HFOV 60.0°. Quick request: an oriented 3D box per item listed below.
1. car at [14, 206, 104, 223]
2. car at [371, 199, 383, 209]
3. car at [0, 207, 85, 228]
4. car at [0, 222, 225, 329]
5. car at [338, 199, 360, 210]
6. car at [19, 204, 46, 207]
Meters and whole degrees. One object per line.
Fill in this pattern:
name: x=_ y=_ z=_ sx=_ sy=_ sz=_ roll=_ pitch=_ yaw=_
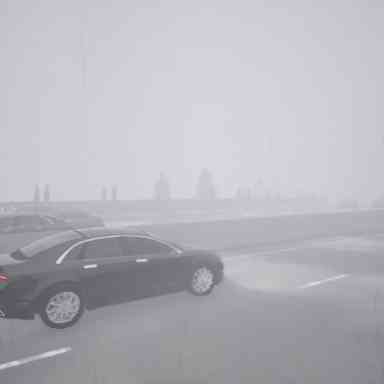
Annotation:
car: x=-6.512 y=1.564 z=16.553 sx=4.181 sy=1.385 sz=1.994 roll=0 pitch=0 yaw=-36
car: x=26.229 y=1.678 z=46.281 sx=1.994 sy=1.385 sz=4.181 roll=0 pitch=0 yaw=36
car: x=-6.740 y=1.505 z=12.087 sx=4.892 sy=1.490 sz=1.837 roll=0 pitch=0 yaw=-36
car: x=-1.493 y=1.505 z=6.980 sx=4.892 sy=1.490 sz=1.837 roll=0 pitch=0 yaw=-35
car: x=21.742 y=1.650 z=45.933 sx=2.033 sy=1.411 sz=5.357 roll=0 pitch=0 yaw=38
car: x=-9.317 y=1.478 z=18.847 sx=5.008 sy=1.535 sz=1.882 roll=0 pitch=0 yaw=-36
